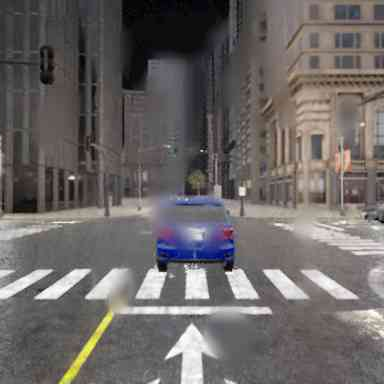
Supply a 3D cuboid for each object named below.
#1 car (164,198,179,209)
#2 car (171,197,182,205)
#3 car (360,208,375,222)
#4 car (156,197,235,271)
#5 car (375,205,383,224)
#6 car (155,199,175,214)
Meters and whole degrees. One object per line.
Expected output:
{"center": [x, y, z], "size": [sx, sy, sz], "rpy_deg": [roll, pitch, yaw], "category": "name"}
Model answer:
{"center": [-3.001, 1.667, 49.284], "size": [1.837, 1.490, 4.892], "rpy_deg": [0, 0, 0], "category": "car"}
{"center": [-2.949, 1.755, 63.450], "size": [1.812, 1.442, 4.674], "rpy_deg": [0, 0, 0], "category": "car"}
{"center": [15.106, 1.524, 24.616], "size": [4.902, 1.511, 2.128], "rpy_deg": [0, -1, 0], "category": "car"}
{"center": [0.113, 1.199, 10.990], "size": [2.150, 2.045, 5.566], "rpy_deg": [0, 0, 0], "category": "car"}
{"center": [15.134, 1.550, 21.363], "size": [5.357, 1.411, 2.033], "rpy_deg": [0, -1, 0], "category": "car"}
{"center": [-3.005, 1.594, 37.971], "size": [1.882, 1.535, 5.008], "rpy_deg": [0, 0, 0], "category": "car"}
